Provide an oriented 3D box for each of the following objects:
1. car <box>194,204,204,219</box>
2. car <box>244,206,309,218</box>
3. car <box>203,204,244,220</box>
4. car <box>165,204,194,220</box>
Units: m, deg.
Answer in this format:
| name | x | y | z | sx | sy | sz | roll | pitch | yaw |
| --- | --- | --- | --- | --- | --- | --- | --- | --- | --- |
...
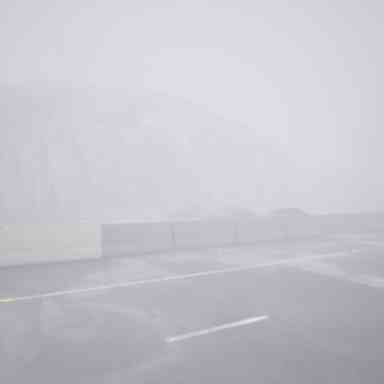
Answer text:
| name | x | y | z | sx | sy | sz | roll | pitch | yaw |
| --- | --- | --- | --- | --- | --- | --- | --- | --- | --- |
| car | 2.941 | 1.882 | 30.076 | 4.892 | 1.490 | 1.837 | 1 | -1 | -33 |
| car | 6.396 | 1.815 | 23.976 | 4.892 | 1.490 | 1.837 | 1 | -1 | -33 |
| car | 3.350 | 1.894 | 26.178 | 4.181 | 1.385 | 1.994 | 1 | -1 | -33 |
| car | -0.293 | 1.900 | 32.159 | 4.892 | 1.490 | 1.837 | 1 | -1 | -33 |
